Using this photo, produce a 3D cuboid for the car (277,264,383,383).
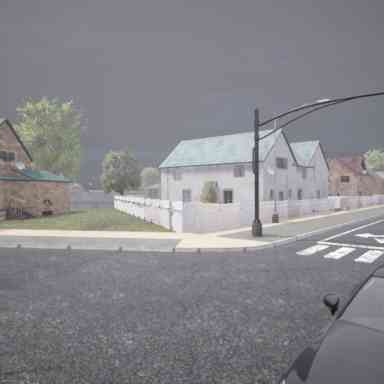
[{"bbox_3d":[2.551,1.524,3.450,1.812,1.442,4.674,0,0,42],"label":"car"}]
